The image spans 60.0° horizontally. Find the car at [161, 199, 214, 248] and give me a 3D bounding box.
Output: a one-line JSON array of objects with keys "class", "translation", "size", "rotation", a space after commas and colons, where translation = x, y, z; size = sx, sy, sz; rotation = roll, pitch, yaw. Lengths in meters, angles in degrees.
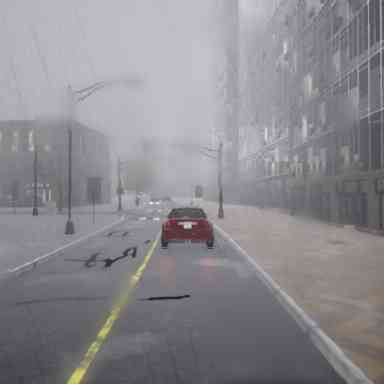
[{"class": "car", "translation": [-0.230, 1.353, 14.929], "size": [2.097, 1.767, 4.553], "rotation": [0, 0, -2]}]

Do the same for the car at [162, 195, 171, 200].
[{"class": "car", "translation": [-5.868, 1.436, 76.137], "size": [1.882, 1.535, 5.008], "rotation": [0, 0, -9]}]

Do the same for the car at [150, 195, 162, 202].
[{"class": "car", "translation": [-8.307, 1.575, 73.850], "size": [1.895, 1.301, 4.718], "rotation": [0, 0, -8]}]

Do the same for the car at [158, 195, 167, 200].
[{"class": "car", "translation": [-7.785, 1.404, 87.671], "size": [1.895, 1.301, 4.718], "rotation": [0, 0, -11]}]
